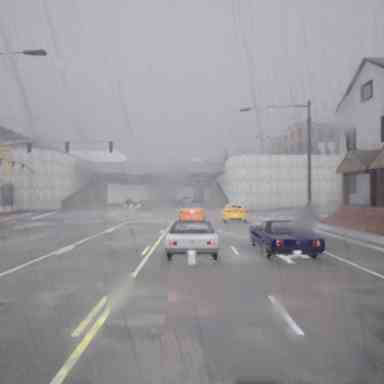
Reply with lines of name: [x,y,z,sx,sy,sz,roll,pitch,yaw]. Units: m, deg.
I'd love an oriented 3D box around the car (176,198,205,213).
car: [-0.013,1.663,28.438,2.097,1.767,4.553,0,-1,0]

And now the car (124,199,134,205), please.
car: [-15.346,2.373,81.441,1.812,1.442,4.674,0,-1,-1]

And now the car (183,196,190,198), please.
car: [-1.326,2.147,88.523,2.150,2.045,5.566,0,-1,6]

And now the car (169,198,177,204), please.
car: [-4.835,2.393,88.402,1.882,1.535,5.008,0,-1,6]

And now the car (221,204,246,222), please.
car: [3.610,1.802,29.132,1.882,1.535,5.008,0,-1,3]

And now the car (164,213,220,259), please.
car: [0.009,1.740,13.234,1.895,1.301,4.718,0,-1,0]

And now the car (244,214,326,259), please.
car: [3.509,1.740,13.243,1.895,1.301,4.718,0,-1,0]
